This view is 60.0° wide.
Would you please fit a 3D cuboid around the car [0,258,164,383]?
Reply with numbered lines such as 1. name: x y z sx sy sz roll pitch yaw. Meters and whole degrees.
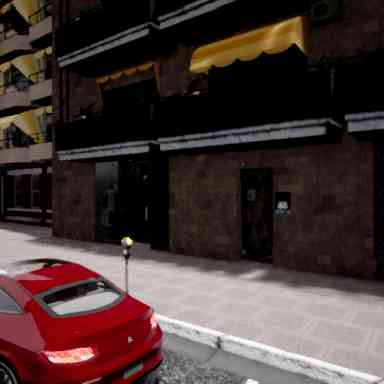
1. car: -2.267 1.581 4.491 4.206 1.307 1.802 0 0 35
